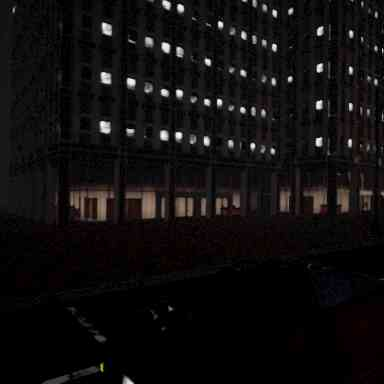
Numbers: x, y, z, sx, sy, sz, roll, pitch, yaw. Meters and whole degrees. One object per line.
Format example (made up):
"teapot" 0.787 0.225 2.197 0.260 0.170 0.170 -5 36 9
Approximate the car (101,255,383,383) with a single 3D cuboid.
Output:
"car" 1.062 1.569 4.137 4.181 1.385 1.994 0 0 -35
